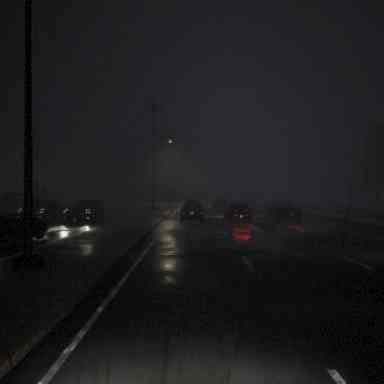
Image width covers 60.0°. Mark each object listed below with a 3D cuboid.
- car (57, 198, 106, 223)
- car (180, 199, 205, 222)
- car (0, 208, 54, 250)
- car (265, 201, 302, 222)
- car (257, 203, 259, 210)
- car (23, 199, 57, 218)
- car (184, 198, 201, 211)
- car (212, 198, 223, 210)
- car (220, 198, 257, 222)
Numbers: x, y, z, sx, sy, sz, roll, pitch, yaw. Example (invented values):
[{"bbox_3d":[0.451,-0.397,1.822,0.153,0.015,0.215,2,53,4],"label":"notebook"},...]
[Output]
[{"bbox_3d":[-8.017,1.335,25.052,2.097,1.767,4.553,0,0,1],"label":"car"},{"bbox_3d":[0.035,1.530,25.773,2.033,1.411,5.357,0,0,1],"label":"car"},{"bbox_3d":[-8.010,1.591,14.357,1.895,1.301,4.718,0,0,0],"label":"car"},{"bbox_3d":[7.038,1.460,25.952,1.882,1.535,5.008,0,0,1],"label":"car"},{"bbox_3d":[7.026,1.536,41.581,1.994,1.385,4.181,0,0,0],"label":"car"},{"bbox_3d":[-11.512,1.334,25.656,2.097,1.767,4.553,0,0,0],"label":"car"},{"bbox_3d":[0.027,1.535,42.115,1.994,1.385,4.181,0,0,0],"label":"car"},{"bbox_3d":[3.525,1.465,41.531,2.128,1.511,4.902,0,0,0],"label":"car"},{"bbox_3d":[3.541,1.488,26.186,1.837,1.490,4.892,0,0,1],"label":"car"}]
